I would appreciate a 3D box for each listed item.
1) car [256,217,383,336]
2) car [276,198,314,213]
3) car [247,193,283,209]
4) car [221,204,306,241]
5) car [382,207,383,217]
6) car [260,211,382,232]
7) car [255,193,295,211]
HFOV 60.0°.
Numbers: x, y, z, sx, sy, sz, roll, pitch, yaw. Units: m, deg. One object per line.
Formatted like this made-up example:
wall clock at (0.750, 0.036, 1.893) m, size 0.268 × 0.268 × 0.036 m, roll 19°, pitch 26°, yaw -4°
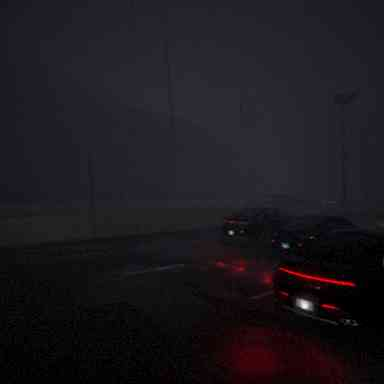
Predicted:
car at (3.675, 1.495, 6.640) m, size 4.892 × 1.490 × 1.837 m, roll 0°, pitch 0°, yaw -37°
car at (11.495, 1.441, 37.013) m, size 1.882 × 1.535 × 5.008 m, roll 0°, pitch 0°, yaw 45°
car at (10.038, 1.186, 45.513) m, size 2.150 × 2.045 × 5.566 m, roll 0°, pitch 0°, yaw 44°
car at (3.522, 1.480, 15.444) m, size 4.902 × 1.511 × 2.128 m, roll 0°, pitch 0°, yaw -39°
car at (17.307, 1.476, 27.731) m, size 4.674 × 1.442 × 1.812 m, roll 0°, pitch 0°, yaw -44°
car at (4.756, 1.512, 11.944) m, size 4.674 × 1.442 × 1.812 m, roll 0°, pitch 0°, yaw -38°
car at (10.225, 1.186, 40.670) m, size 2.150 × 2.045 × 5.566 m, roll 0°, pitch 0°, yaw 44°
